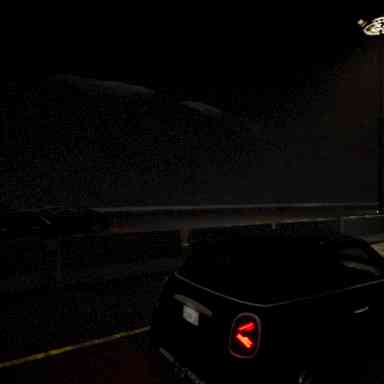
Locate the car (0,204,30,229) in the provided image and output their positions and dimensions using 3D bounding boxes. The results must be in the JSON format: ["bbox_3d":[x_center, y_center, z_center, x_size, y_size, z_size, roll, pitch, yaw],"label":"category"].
[{"bbox_3d":[-12.552,1.530,20.680,4.181,1.385,1.994,0,0,-34],"label":"car"}]

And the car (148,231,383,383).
[{"bbox_3d":[1.753,1.354,4.767,4.553,1.767,2.097,0,0,-34],"label":"car"}]

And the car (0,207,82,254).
[{"bbox_3d":[-6.780,1.486,11.923,4.892,1.490,1.837,0,0,-34],"label":"car"}]

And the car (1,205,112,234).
[{"bbox_3d":[-6.411,1.473,16.392,4.902,1.511,2.128,0,0,-34],"label":"car"}]
